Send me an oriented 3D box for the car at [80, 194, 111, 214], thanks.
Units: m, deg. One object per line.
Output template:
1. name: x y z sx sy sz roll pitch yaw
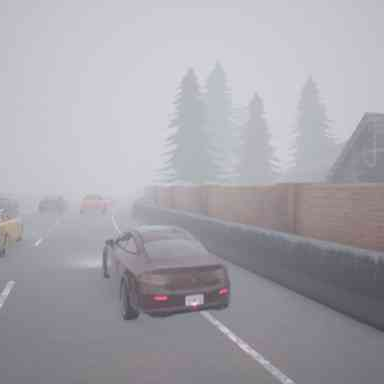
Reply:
1. car: -8.845 0.974 30.385 2.097 1.767 4.553 1 0 -11

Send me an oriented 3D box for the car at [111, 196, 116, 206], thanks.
1. car: -10.858 1.090 42.499 1.895 1.301 4.718 1 1 -6

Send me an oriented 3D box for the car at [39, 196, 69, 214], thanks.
1. car: -12.168 1.083 29.491 2.128 1.511 4.902 1 1 -12

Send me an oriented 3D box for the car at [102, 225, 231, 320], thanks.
1. car: -0.801 1.453 7.213 1.812 1.442 4.674 0 1 -21

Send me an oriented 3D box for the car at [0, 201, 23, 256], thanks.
1. car: -7.345 1.286 11.873 1.882 1.535 5.008 0 1 -19

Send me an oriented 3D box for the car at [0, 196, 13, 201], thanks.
1. car: -14.950 1.097 25.864 1.837 1.490 4.892 0 1 -13
